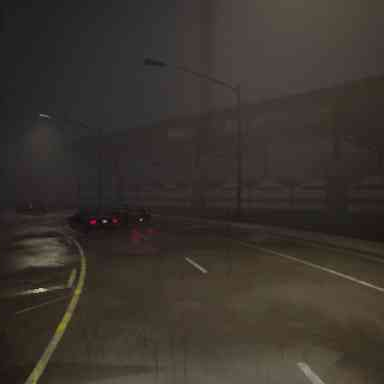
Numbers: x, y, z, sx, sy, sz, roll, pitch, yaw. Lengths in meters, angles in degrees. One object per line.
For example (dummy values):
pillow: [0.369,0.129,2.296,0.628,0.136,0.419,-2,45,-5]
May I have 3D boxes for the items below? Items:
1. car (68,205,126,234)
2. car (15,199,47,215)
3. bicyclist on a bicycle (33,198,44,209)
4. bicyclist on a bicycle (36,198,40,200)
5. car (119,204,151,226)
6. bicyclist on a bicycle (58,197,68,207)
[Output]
car: [-6.170,1.689,20.435,2.033,1.411,5.357,0,0,-33]
car: [-18.559,1.640,38.237,4.553,1.767,2.097,-1,0,42]
bicyclist on a bicycle: [-22.708,1.668,49.281,0.582,1.620,1.656,0,0,15]
bicyclist on a bicycle: [-22.471,1.738,48.345,1.656,1.620,0.582,-10,8,-39]
car: [-4.762,1.651,24.176,2.128,1.511,4.902,0,0,-35]
bicyclist on a bicycle: [-21.370,1.697,54.991,1.656,1.620,0.582,0,0,-4]
